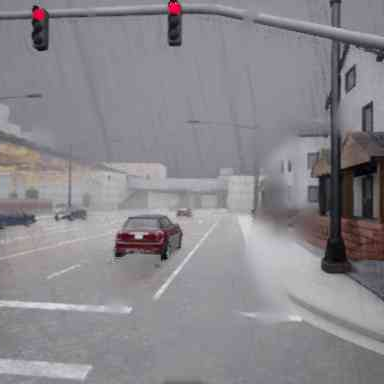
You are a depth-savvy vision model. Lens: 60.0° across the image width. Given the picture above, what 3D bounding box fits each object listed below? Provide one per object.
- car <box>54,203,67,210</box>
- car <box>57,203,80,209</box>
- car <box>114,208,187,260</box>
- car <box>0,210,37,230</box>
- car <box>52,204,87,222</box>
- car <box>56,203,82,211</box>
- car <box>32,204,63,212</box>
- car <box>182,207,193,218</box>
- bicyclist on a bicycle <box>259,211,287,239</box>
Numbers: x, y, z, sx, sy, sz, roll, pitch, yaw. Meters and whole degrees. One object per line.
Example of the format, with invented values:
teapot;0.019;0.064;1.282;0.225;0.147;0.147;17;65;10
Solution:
car;-27.145;3.008;68.495;1.853;1.218;4.536;2;-2;-29
car;-27.283;3.169;73.828;1.853;1.218;4.536;0;-2;36
car;-1.719;1.759;14.512;2.097;1.767;4.553;1;-2;7
car;-14.547;2.144;26.342;2.033;1.411;5.357;1;-2;7
car;-13.282;2.418;36.653;2.128;1.511;4.902;1;-2;7
car;-27.255;3.328;73.866;2.038;1.542;4.974;0;-2;36
car;-27.668;3.018;63.872;4.974;1.542;2.038;2;-2;-39
car;-1.114;2.974;48.374;1.812;1.442;4.674;1;-2;7
bicyclist on a bicycle;4.763;1.951;19.635;1.656;1.620;0.582;0;-2;7
